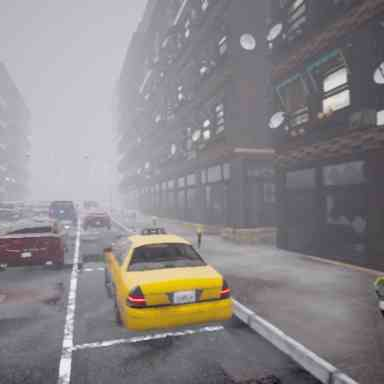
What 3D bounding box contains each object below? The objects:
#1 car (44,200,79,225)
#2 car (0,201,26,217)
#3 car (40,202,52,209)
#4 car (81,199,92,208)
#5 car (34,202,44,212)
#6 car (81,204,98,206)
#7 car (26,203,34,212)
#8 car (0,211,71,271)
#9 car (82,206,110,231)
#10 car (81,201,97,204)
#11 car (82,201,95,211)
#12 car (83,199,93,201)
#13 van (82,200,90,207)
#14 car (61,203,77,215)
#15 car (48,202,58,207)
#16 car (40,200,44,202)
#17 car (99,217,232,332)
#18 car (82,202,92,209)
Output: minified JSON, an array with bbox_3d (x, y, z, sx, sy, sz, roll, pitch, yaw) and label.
[{"bbox_3d":[-11.051,1.689,28.611,2.150,2.045,5.566,0,-1,-18],"label":"car"},{"bbox_3d":[-17.779,1.876,31.773,2.192,1.841,5.009,1,-1,-18],"label":"car"},{"bbox_3d":[-29.966,2.773,68.508,1.887,1.381,4.507,1,-1,-18],"label":"car"},{"bbox_3d":[-24.239,2.631,76.180,2.192,1.841,5.009,1,-1,-18],"label":"car"},{"bbox_3d":[-17.905,2.234,40.191,2.033,1.411,5.357,0,-1,-18],"label":"car"},{"bbox_3d":[-8.543,2.000,28.941,1.887,1.381,4.507,1,-1,-18],"label":"car"},{"bbox_3d":[-19.519,1.966,37.021,2.192,1.841,5.009,1,-1,-18],"label":"car"},{"bbox_3d":[-5.481,1.671,11.812,1.882,1.535,5.008,0,-1,-18],"label":"car"},{"bbox_3d":[-6.803,1.912,23.693,1.887,1.381,4.507,1,-1,-18],"label":"car"},{"bbox_3d":[-10.275,1.985,34.195,1.967,1.590,4.097,1,-1,-18],"label":"car"},{"bbox_3d":[-17.278,2.355,55.180,1.967,1.590,4.097,1,-1,-18],"label":"car"},{"bbox_3d":[-13.794,2.041,44.683,2.192,1.841,5.009,1,-1,-18],"label":"car"},{"bbox_3d":[-25.980,2.762,81.429,1.690,1.788,3.998,1,-1,-18],"label":"van"},{"bbox_3d":[-16.421,2.246,44.495,1.837,1.490,4.892,0,-1,-18],"label":"car"},{"bbox_3d":[-35.188,3.125,84.255,1.802,1.307,4.206,1,-1,-18],"label":"car"},{"bbox_3d":[-28.222,2.442,63.264,2.192,1.841,5.009,1,-1,-18],"label":"car"},{"bbox_3d":[-0.916,1.560,7.337,1.801,1.575,5.366,0,-1,-18],"label":"car"},{"bbox_3d":[-20.761,2.693,65.676,1.802,1.307,4.206,1,-1,-18],"label":"car"}]
